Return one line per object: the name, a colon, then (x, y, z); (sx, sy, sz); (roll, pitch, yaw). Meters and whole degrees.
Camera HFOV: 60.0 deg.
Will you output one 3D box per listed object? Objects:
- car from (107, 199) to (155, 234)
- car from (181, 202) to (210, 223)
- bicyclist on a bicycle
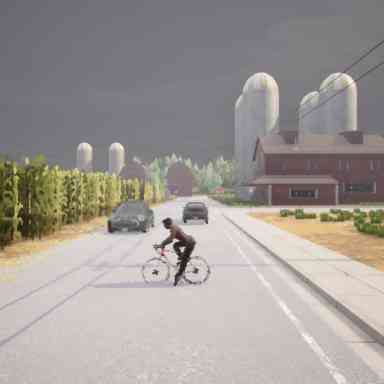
car: (-3.420, 1.350, 19.335); (2.097, 1.767, 4.553); (0, 0, 1)
car: (0.270, 1.503, 25.430); (1.837, 1.490, 4.892); (0, 0, 0)
bicyclist on a bicycle: (-0.406, 1.449, 8.007); (1.656, 1.620, 0.582); (-2, 0, 0)
